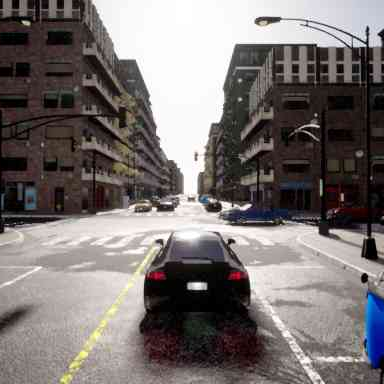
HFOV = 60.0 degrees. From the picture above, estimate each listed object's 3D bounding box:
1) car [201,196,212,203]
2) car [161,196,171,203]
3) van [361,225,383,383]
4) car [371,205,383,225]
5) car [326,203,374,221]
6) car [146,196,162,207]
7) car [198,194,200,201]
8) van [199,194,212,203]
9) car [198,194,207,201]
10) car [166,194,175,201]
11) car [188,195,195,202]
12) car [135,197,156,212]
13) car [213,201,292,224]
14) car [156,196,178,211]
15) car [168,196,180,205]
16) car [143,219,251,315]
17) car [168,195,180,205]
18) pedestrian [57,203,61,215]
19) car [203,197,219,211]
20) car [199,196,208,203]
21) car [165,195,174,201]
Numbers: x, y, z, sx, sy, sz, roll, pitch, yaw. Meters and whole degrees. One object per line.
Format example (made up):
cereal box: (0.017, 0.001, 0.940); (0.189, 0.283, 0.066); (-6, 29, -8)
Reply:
car: (2.627, 1.567, 45.628); (2.008, 1.369, 4.403); (1, 0, 0)
car: (-5.800, 1.575, 73.828); (1.887, 1.381, 4.507); (1, 0, 0)
van: (2.671, 1.342, 2.039); (1.690, 1.788, 3.998); (1, 0, 0)
car: (13.505, 1.583, 19.807); (4.313, 1.339, 1.947); (0, -1, 1)
car: (13.595, 1.608, 28.189); (4.097, 1.590, 1.967); (0, -1, 1)
car: (-5.761, 1.459, 51.257); (1.967, 1.590, 4.097); (1, 0, 0)
car: (2.589, 1.553, 68.369); (1.752, 1.417, 4.829); (1, 0, 0)
van: (2.611, 1.363, 56.913); (1.690, 1.788, 3.998); (1, 0, 0)
car: (2.565, 1.352, 85.126); (2.192, 1.841, 5.009); (1, 0, 0)
car: (-5.827, 1.481, 90.756); (1.967, 1.590, 4.097); (1, 0, 0)
car: (-0.135, 1.559, 80.516); (2.128, 1.511, 4.902); (0, 0, 0)
car: (-5.743, 1.539, 39.801); (1.752, 1.417, 4.829); (1, 0, 0)
car: (4.645, 1.566, 24.502); (5.357, 1.411, 2.033); (1, 0, -16)
car: (-3.167, 1.578, 40.966); (1.994, 1.385, 4.181); (0, 0, 0)
car: (-3.170, 1.501, 60.059); (1.882, 1.535, 5.008); (0, 0, 0)
car: (0.088, 1.566, 7.642); (1.994, 1.385, 4.181); (0, 0, 0)
car: (-3.179, 1.496, 49.683); (1.882, 1.535, 5.008); (0, 0, 0)
pedestrian: (-12.591, 1.597, 31.395); (0.500, 1.100, 0.500); (0, -1, 1)
car: (2.636, 1.580, 39.986); (1.947, 1.339, 4.313); (1, 0, 0)
car: (2.579, 1.612, 73.841); (1.802, 1.307, 4.206); (1, 0, 0)
car: (-5.819, 1.588, 85.113); (2.008, 1.369, 4.403); (1, 0, 0)
